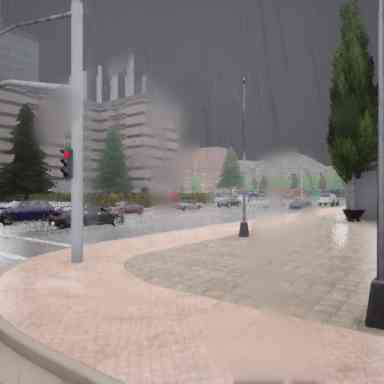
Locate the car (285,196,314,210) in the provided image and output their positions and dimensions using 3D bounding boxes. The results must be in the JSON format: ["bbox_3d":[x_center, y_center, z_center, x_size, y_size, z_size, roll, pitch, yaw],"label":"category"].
[{"bbox_3d":[14.018,1.562,42.628,1.994,1.385,4.181,0,0,36],"label":"car"}]

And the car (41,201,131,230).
[{"bbox_3d":[-6.351,1.505,20.563,1.837,1.490,4.892,0,0,36],"label":"car"}]

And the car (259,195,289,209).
[{"bbox_3d":[11.069,1.525,44.521,1.812,1.442,4.674,0,0,36],"label":"car"}]

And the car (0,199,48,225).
[{"bbox_3d":[-12.480,1.352,24.376,2.097,1.767,4.553,0,0,36],"label":"car"}]

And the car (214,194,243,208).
[{"bbox_3d":[5.484,1.505,49.009,1.837,1.490,4.892,0,0,37],"label":"car"}]

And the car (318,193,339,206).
[{"bbox_3d":[22.085,1.221,53.721,2.150,2.045,5.566,0,0,36],"label":"car"}]

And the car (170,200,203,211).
[{"bbox_3d":[-0.665,1.601,40.619,1.895,1.301,4.718,0,0,36],"label":"car"}]

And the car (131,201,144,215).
[{"bbox_3d":[-6.636,1.564,32.426,1.994,1.385,4.181,0,0,36],"label":"car"}]
